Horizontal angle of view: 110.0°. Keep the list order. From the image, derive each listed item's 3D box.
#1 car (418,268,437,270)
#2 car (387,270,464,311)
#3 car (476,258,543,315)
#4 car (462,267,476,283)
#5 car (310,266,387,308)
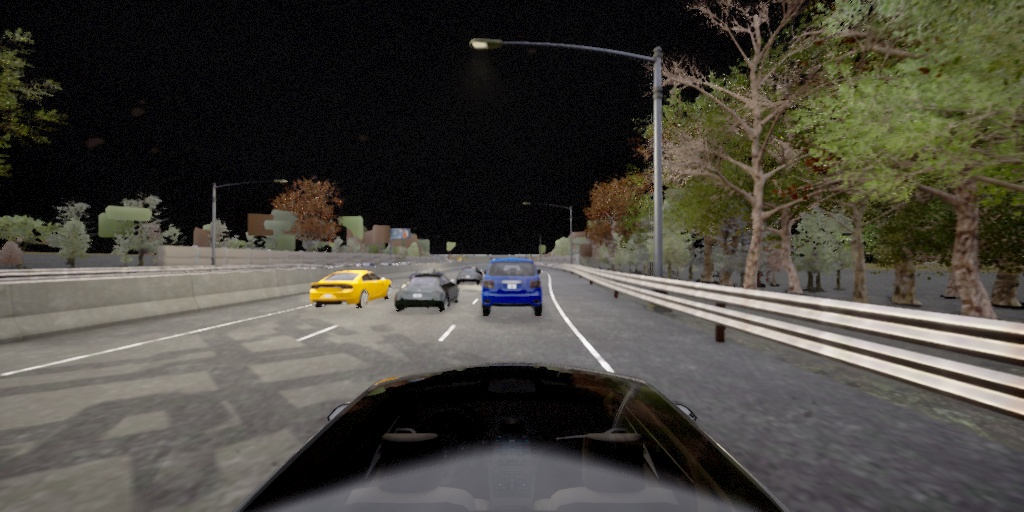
[{"bbox_3d":[-6.969,1.660,30.094,1.895,1.301,4.718,0,-1,0],"label":"car"},{"bbox_3d":[-3.474,1.459,15.308,1.994,1.385,4.181,0,-1,1],"label":"car"},{"bbox_3d":[0.015,1.110,14.418,2.150,2.045,5.566,0,0,0],"label":"car"},{"bbox_3d":[-3.464,1.625,30.232,1.994,1.385,4.181,0,-1,0],"label":"car"},{"bbox_3d":[-6.964,1.381,16.090,1.882,1.535,5.008,0,0,1],"label":"car"}]
